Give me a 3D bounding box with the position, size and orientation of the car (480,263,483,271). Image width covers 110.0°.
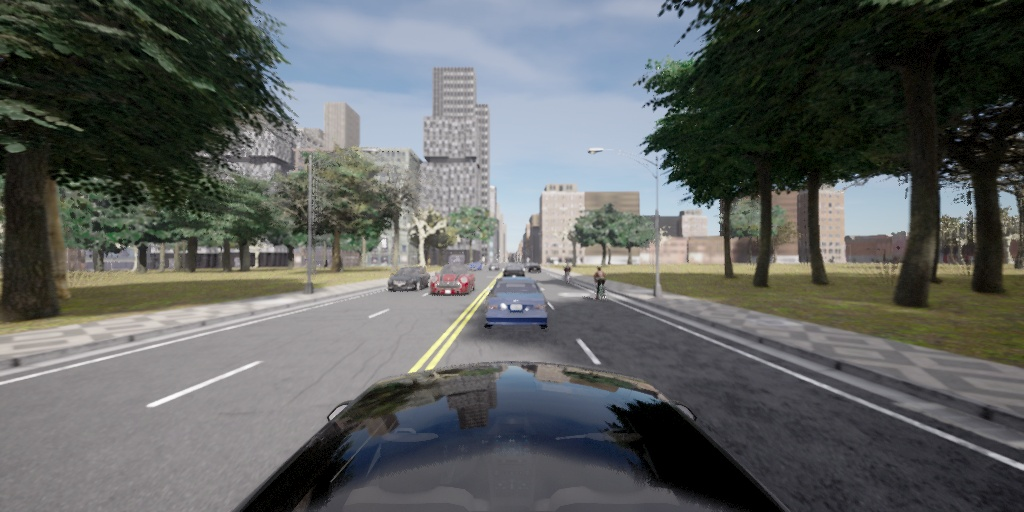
[{"bbox_3d":[-6.390,1.877,64.649,1.882,1.535,5.008,0,-1,1],"label":"car"}]

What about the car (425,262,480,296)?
[{"bbox_3d":[-3.312,1.280,20.851,2.097,1.767,4.553,0,-1,0],"label":"car"}]

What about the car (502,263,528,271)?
[{"bbox_3d":[0.161,1.519,31.460,1.882,1.535,5.008,0,-1,0],"label":"car"}]

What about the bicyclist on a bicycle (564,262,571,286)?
[{"bbox_3d":[4.196,1.371,27.230,0.659,1.776,1.843,0,0,0],"label":"bicyclist on a bicycle"}]

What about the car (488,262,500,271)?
[{"bbox_3d":[-3.151,1.878,63.173,2.128,1.511,4.902,0,-1,1],"label":"car"}]

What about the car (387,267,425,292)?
[{"bbox_3d":[-6.557,1.455,23.312,1.837,1.490,4.892,0,-1,0],"label":"car"}]

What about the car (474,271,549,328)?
[{"bbox_3d":[0.119,1.389,11.734,2.033,1.411,5.357,0,-1,0],"label":"car"}]

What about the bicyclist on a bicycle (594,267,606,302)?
[{"bbox_3d":[4.173,1.349,17.031,0.582,1.620,1.656,0,-1,0],"label":"bicyclist on a bicycle"}]

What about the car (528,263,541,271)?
[{"bbox_3d":[3.464,1.787,55.988,1.882,1.535,5.008,0,-1,0],"label":"car"}]
